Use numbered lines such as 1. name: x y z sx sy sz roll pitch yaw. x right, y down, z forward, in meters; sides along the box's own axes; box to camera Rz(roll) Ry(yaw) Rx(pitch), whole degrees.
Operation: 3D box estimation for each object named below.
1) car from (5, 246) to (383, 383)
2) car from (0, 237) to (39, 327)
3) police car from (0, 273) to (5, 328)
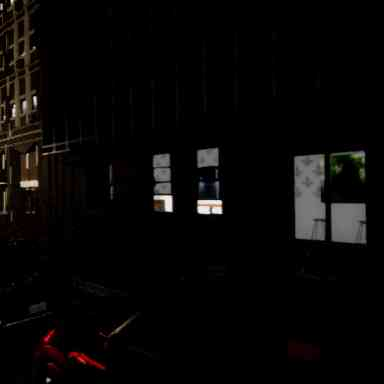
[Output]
1. car: 0.284 1.409 2.946 4.097 1.590 1.967 -1 1 40
2. car: -4.067 1.581 6.547 4.403 1.369 2.008 -1 1 40
3. police car: -5.238 1.492 4.345 5.238 1.638 1.930 -1 0 22
